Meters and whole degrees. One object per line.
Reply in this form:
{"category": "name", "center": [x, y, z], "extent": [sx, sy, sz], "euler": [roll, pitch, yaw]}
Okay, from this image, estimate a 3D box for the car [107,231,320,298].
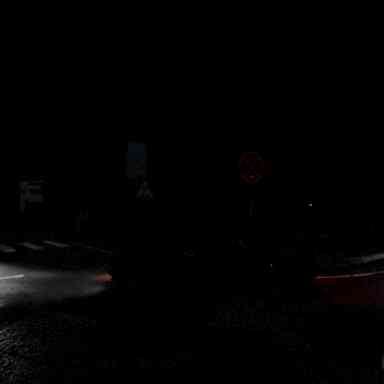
{"category": "car", "center": [0.437, 1.622, 8.095], "extent": [4.718, 1.301, 1.895], "euler": [0, 0, 7]}
